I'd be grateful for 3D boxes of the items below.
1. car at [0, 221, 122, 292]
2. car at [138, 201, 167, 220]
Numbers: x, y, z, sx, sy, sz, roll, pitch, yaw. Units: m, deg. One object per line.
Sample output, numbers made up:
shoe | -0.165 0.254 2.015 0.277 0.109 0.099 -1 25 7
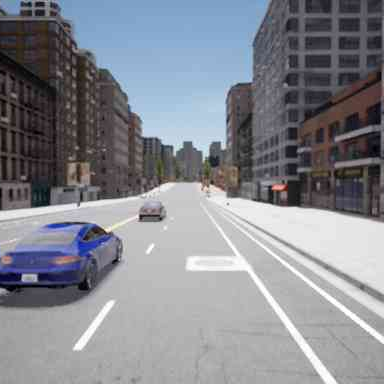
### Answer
car | -3.148 1.496 8.754 1.812 1.442 4.674 0 0 0
car | -3.143 1.467 27.054 2.033 1.411 5.357 0 0 0
